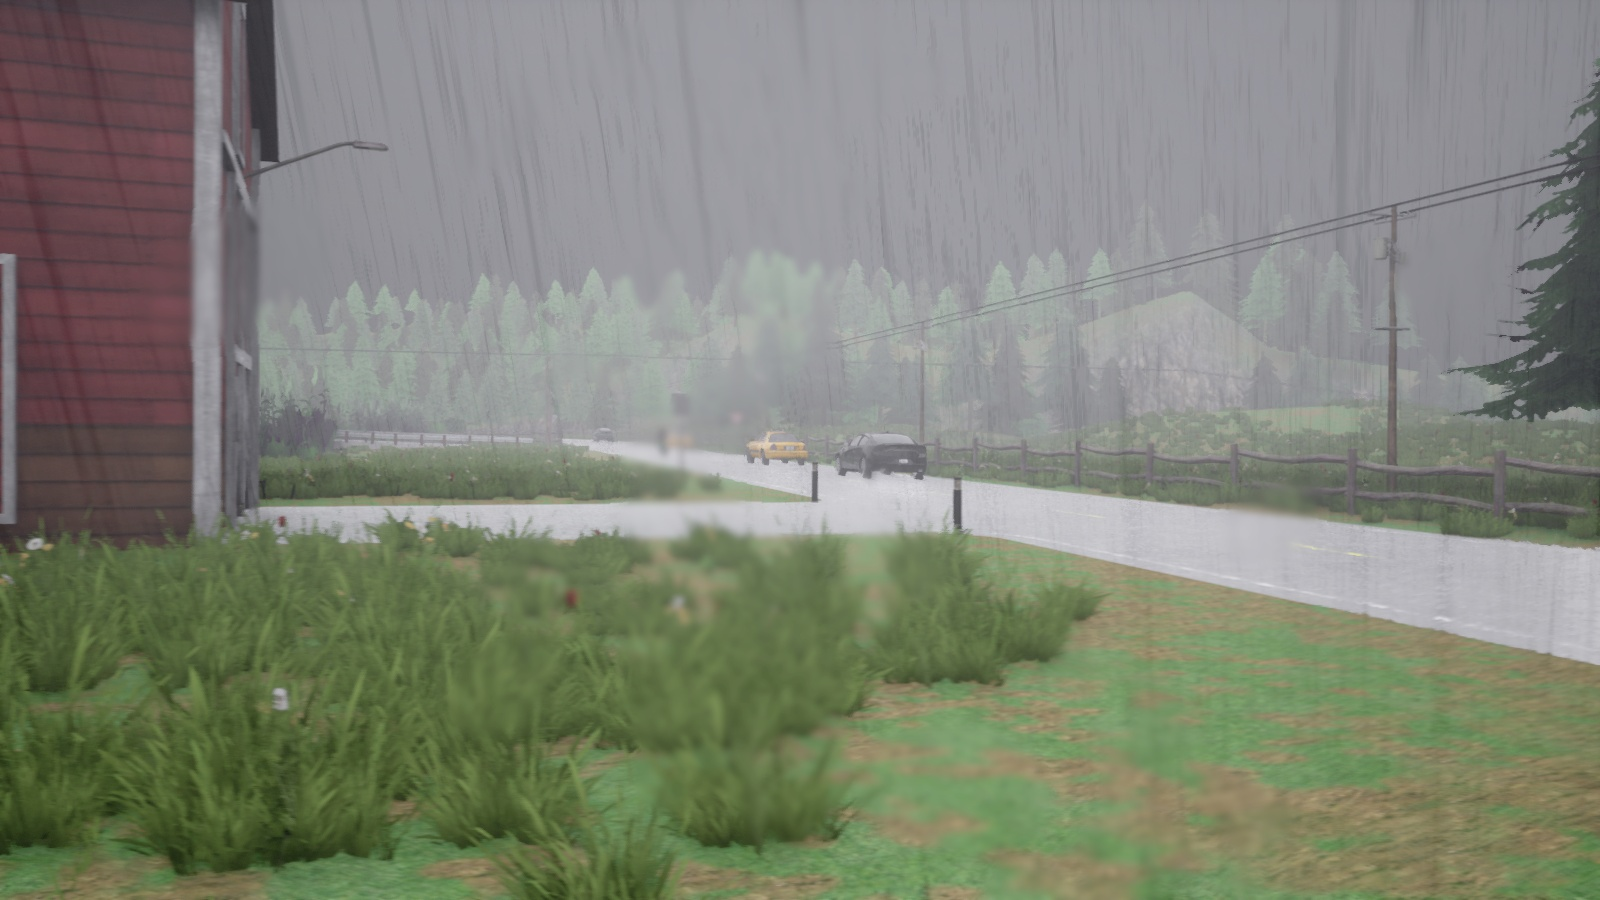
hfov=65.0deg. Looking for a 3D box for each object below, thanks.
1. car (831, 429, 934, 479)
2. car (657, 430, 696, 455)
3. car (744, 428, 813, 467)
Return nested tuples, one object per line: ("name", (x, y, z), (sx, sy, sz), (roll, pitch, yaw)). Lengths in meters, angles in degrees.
("car", (2.598, 0.085, 41.094), (1.882, 1.535, 5.008), (-1, 1, -14))
("car", (-8.305, -0.527, 83.994), (1.801, 1.575, 5.366), (-1, 1, -14))
("car", (-1.016, -0.142, 55.196), (1.801, 1.575, 5.366), (-1, 1, -14))
